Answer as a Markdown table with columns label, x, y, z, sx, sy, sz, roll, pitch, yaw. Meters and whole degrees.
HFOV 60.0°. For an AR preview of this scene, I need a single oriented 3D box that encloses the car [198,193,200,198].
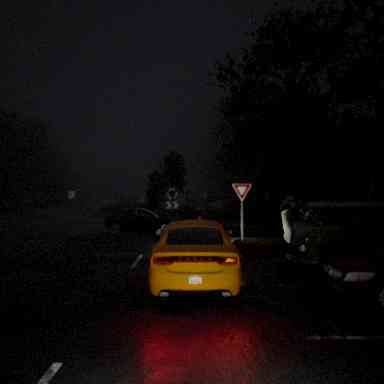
| label | x | y | z | sx | sy | sz | roll | pitch | yaw |
| --- | --- | --- | --- | --- | --- | --- | --- | --- | --- |
| car | 4.717 | 1.187 | 80.656 | 5.566 | 2.045 | 2.435 | 0 | 0 | 0 |

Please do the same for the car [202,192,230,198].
| label | x | y | z | sx | sy | sz | roll | pitch | yaw |
| --- | --- | --- | --- | --- | --- | --- | --- | --- | --- |
| car | 4.787 | 1.398 | 52.963 | 5.566 | 2.045 | 2.435 | 0 | 1 | 0 |

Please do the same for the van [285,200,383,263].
| label | x | y | z | sx | sy | sz | roll | pitch | yaw |
| --- | --- | --- | --- | --- | --- | --- | --- | --- | --- |
| van | 4.916 | 1.216 | 9.373 | 4.442 | 1.987 | 1.878 | -1 | 0 | 0 |

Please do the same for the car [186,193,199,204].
| label | x | y | z | sx | sy | sz | roll | pitch | yaw |
| --- | --- | --- | --- | --- | --- | --- | --- | --- | --- |
| car | -0.188 | 1.512 | 65.247 | 1.882 | 1.535 | 5.008 | 0 | 0 | 0 |

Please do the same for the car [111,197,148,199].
| label | x | y | z | sx | sy | sz | roll | pitch | yaw |
| --- | --- | --- | --- | --- | --- | --- | --- | --- | --- |
| car | -8.311 | 1.795 | 41.888 | 5.008 | 1.535 | 2.097 | 0 | 1 | 0 |

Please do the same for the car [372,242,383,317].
| label | x | y | z | sx | sy | sz | roll | pitch | yaw |
| --- | --- | --- | --- | --- | --- | --- | --- | --- | --- |
| car | 5.043 | 1.511 | 3.916 | 4.674 | 1.452 | 2.002 | 0 | 0 | 0 |

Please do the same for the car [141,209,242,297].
| label | x | y | z | sx | sy | sz | roll | pitch | yaw |
| --- | --- | --- | --- | --- | --- | --- | --- | --- | --- |
| car | 0.069 | 1.443 | 8.538 | 1.882 | 1.535 | 5.008 | 0 | 0 | 0 |

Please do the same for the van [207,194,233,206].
| label | x | y | z | sx | sy | sz | roll | pitch | yaw |
| --- | --- | --- | --- | --- | --- | --- | --- | --- | --- |
| van | 4.872 | 1.351 | 58.627 | 4.442 | 1.987 | 1.878 | 0 | 1 | 0 |

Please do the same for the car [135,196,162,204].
| label | x | y | z | sx | sy | sz | roll | pitch | yaw |
| --- | --- | --- | --- | --- | --- | --- | --- | --- | --- |
| car | -8.333 | 1.522 | 64.085 | 4.892 | 1.521 | 2.231 | 0 | 1 | 0 |

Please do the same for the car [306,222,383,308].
| label | x | y | z | sx | sy | sz | roll | pitch | yaw |
| --- | --- | --- | --- | --- | --- | --- | --- | --- | --- |
| car | 5.044 | 1.495 | 6.701 | 4.674 | 1.452 | 2.002 | 0 | 0 | 0 |

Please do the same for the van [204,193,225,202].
| label | x | y | z | sx | sy | sz | roll | pitch | yaw |
| --- | --- | --- | --- | --- | --- | --- | --- | --- | --- |
| van | 4.865 | 1.250 | 72.346 | 4.442 | 1.987 | 1.878 | 0 | 0 | 0 |

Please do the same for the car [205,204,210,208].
| label | x | y | z | sx | sy | sz | roll | pitch | yaw |
| --- | --- | --- | --- | --- | --- | --- | --- | --- | --- |
| car | -1.174 | 1.916 | 28.515 | 4.718 | 1.301 | 1.895 | -1 | -3 | 15 |

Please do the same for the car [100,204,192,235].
| label | x | y | z | sx | sy | sz | roll | pitch | yaw |
| --- | --- | --- | --- | --- | --- | --- | --- | --- | --- |
| car | -2.324 | 1.532 | 17.535 | 4.902 | 1.511 | 2.128 | 0 | -2 | 21 |

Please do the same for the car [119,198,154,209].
| label | x | y | z | sx | sy | sz | roll | pitch | yaw |
| --- | --- | --- | --- | --- | --- | --- | --- | --- | --- |
| car | -8.314 | 1.686 | 50.217 | 4.892 | 1.521 | 2.231 | 0 | 1 | 0 |

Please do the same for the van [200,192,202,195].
| label | x | y | z | sx | sy | sz | roll | pitch | yaw |
| --- | --- | --- | --- | --- | --- | --- | --- | --- | --- |
| van | 4.631 | 1.237 | 75.117 | 4.442 | 1.987 | 1.878 | 0 | 0 | 0 |

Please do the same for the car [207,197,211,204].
| label | x | y | z | sx | sy | sz | roll | pitch | yaw |
| --- | --- | --- | --- | --- | --- | --- | --- | --- | --- |
| car | 4.759 | 1.799 | 44.658 | 4.674 | 1.452 | 2.002 | 0 | 1 | 0 |

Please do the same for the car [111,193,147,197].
| label | x | y | z | sx | sy | sz | roll | pitch | yaw |
| --- | --- | --- | --- | --- | --- | --- | --- | --- | --- |
| car | -8.289 | 1.507 | 44.661 | 5.566 | 2.045 | 2.435 | 0 | 1 | 0 |

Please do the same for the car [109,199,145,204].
| label | x | y | z | sx | sy | sz | roll | pitch | yaw |
| --- | --- | --- | --- | --- | --- | --- | --- | --- | --- |
| car | -8.345 | 1.861 | 39.113 | 4.792 | 1.488 | 2.163 | 0 | 1 | 0 |

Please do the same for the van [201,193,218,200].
| label | x | y | z | sx | sy | sz | roll | pitch | yaw |
| --- | --- | --- | --- | --- | --- | --- | --- | --- | --- |
| van | 4.856 | 1.162 | 91.863 | 4.442 | 1.987 | 1.878 | 0 | 0 | 0 |

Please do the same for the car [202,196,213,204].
| label | x | y | z | sx | sy | sz | roll | pitch | yaw |
| --- | --- | --- | --- | --- | --- | --- | --- | --- | --- |
| car | 4.575 | 1.719 | 47.428 | 5.366 | 1.575 | 1.946 | 0 | 1 | 0 |

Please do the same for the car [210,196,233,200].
| label | x | y | z | sx | sy | sz | roll | pitch | yaw |
| --- | --- | --- | --- | --- | --- | --- | --- | --- | --- |
| car | 4.796 | 1.705 | 39.241 | 4.553 | 1.767 | 2.185 | 0 | 1 | 0 |

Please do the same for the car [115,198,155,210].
| label | x | y | z | sx | sy | sz | roll | pitch | yaw |
| --- | --- | --- | --- | --- | --- | --- | --- | --- | --- |
| car | -8.134 | 1.718 | 47.440 | 5.366 | 1.575 | 1.946 | 0 | 1 | 0 |

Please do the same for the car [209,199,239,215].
| label | x | y | z | sx | sy | sz | roll | pitch | yaw |
| --- | --- | --- | --- | --- | --- | --- | --- | --- | --- |
| car | 4.761 | 1.867 | 36.471 | 5.008 | 1.535 | 2.097 | 0 | 1 | 0 |

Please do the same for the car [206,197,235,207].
| label | x | y | z | sx | sy | sz | roll | pitch | yaw |
| --- | --- | --- | --- | --- | --- | --- | --- | --- | --- |
| car | 4.728 | 1.642 | 55.736 | 4.792 | 1.488 | 2.163 | 0 | 1 | 0 |

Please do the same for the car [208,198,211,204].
| label | x | y | z | sx | sy | sz | roll | pitch | yaw |
| --- | --- | --- | --- | --- | --- | --- | --- | --- | --- |
| car | 4.734 | 1.825 | 41.888 | 4.792 | 1.488 | 2.163 | 0 | 1 | 0 |
